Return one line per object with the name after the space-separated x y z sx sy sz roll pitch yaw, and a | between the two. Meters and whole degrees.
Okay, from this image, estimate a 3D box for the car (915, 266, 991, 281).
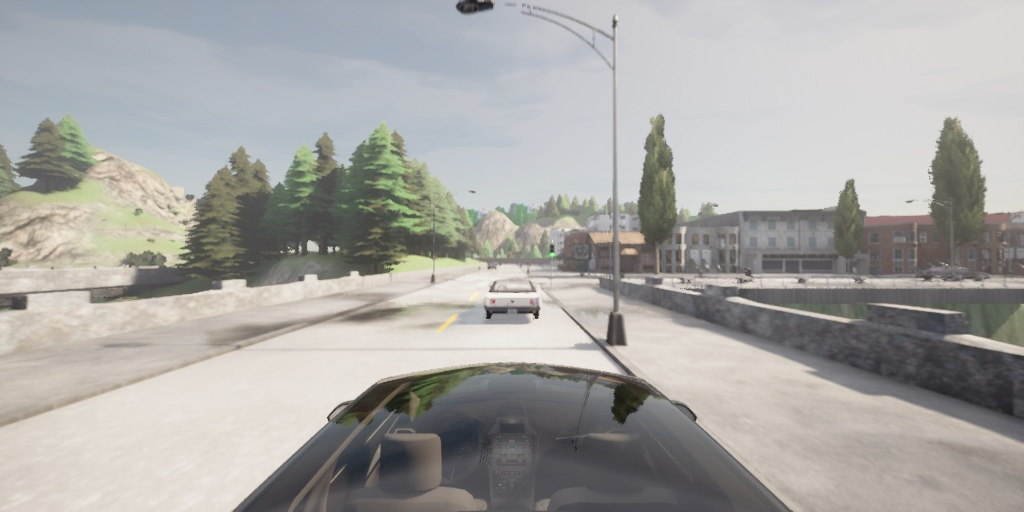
41.735 1.694 34.059 5.357 1.411 2.033 0 -1 0 | car

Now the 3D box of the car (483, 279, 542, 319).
0.039 1.496 13.547 1.895 1.301 4.718 0 -1 1 | car
